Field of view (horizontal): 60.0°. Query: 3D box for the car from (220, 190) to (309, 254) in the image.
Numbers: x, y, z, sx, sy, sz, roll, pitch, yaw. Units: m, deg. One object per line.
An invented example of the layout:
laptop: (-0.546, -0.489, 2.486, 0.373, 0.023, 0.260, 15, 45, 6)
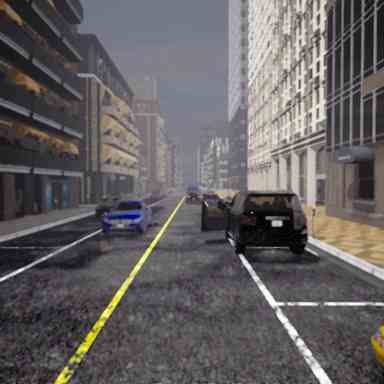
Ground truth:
car: (2.443, 0.934, 12.176, 2.150, 2.045, 5.566, 0, 1, 0)

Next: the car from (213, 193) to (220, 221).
car: (2.785, 1.007, 23.937, 1.947, 1.339, 4.313, 0, 1, 0)

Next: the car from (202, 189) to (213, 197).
car: (2.942, 0.096, 63.466, 2.008, 1.369, 4.403, 0, 1, 0)

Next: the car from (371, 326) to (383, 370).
car: (2.696, 1.486, 1.518, 1.752, 1.417, 4.829, 0, 1, 0)

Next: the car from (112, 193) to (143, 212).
car: (-5.574, 0.841, 29.446, 1.752, 1.417, 4.829, 0, 1, 0)

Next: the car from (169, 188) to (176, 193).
car: (-5.349, -0.407, 86.088, 2.008, 1.369, 4.403, 0, 1, 0)

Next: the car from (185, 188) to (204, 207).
car: (0.235, 0.604, 39.858, 1.812, 1.442, 4.674, 0, 1, 0)

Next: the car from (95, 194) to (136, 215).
car: (-5.596, 1.008, 23.970, 1.947, 1.339, 4.313, 0, 1, 0)

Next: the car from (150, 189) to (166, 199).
car: (-5.483, 0.240, 52.202, 1.967, 1.590, 4.097, 0, 1, 0)

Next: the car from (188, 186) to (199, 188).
car: (0.199, 0.075, 49.818, 2.150, 2.045, 5.566, 0, 1, 0)

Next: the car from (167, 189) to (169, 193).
car: (-5.461, 0.254, 57.852, 1.802, 1.307, 4.206, 0, 1, 0)

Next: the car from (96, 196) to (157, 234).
car: (-3.036, 1.140, 16.453, 1.812, 1.442, 4.674, 0, 1, 0)

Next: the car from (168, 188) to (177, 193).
car: (-5.325, -0.532, 91.734, 2.008, 1.369, 4.403, 0, 1, 0)

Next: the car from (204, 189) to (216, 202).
car: (2.897, 0.344, 52.171, 1.887, 1.381, 4.507, 0, 1, 0)
